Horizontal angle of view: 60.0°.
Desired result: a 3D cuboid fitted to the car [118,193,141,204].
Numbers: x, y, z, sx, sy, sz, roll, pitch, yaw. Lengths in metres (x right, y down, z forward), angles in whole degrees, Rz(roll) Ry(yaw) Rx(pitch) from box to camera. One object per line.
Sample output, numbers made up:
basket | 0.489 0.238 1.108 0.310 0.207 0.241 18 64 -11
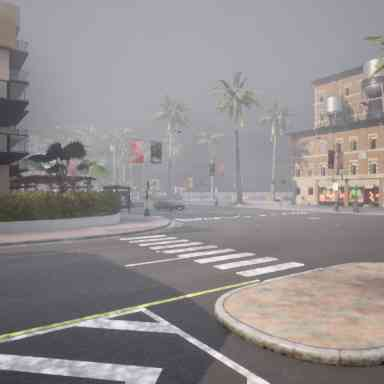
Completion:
car | -12.673 1.221 67.347 2.150 2.045 5.566 0 0 -38

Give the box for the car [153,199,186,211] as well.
car | -2.949 1.547 41.273 2.033 1.411 5.357 0 0 -35

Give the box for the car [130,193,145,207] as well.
car | -8.818 1.352 49.650 2.097 1.767 4.553 0 0 -35
